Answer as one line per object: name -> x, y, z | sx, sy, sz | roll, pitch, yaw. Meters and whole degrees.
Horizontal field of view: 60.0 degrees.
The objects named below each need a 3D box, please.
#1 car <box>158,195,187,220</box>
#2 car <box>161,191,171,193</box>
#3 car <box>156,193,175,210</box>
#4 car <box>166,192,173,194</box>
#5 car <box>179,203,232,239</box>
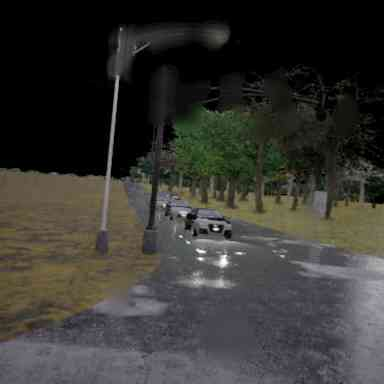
car -> -1.104, 1.411, 26.926 | 2.128, 1.511, 4.902 | 5, 0, -12
car -> -4.794, 0.817, 61.730 | 2.150, 2.045, 5.566 | 5, 0, -12
car -> -3.204, 1.241, 36.722 | 2.128, 1.511, 4.902 | 5, 0, -12
car -> -2.628, 1.314, 51.528 | 1.837, 1.490, 4.892 | 5, 0, -12
car -> 0.787, 1.610, 18.137 | 1.994, 1.385, 4.181 | 5, 0, -12
